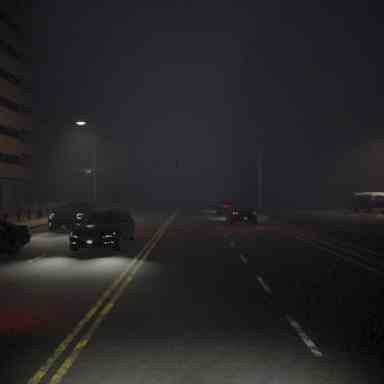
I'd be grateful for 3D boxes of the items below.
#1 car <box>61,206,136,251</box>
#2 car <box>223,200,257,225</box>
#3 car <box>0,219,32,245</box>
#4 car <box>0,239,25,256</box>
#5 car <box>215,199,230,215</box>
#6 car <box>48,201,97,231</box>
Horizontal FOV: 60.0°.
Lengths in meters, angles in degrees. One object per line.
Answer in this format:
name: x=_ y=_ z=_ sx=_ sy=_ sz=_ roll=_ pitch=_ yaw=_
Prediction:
car: x=-3.597 y=1.511 z=14.100 sx=1.837 sy=1.490 sz=4.892 roll=0 pitch=0 yaw=0
car: x=3.535 y=1.534 z=24.071 sx=1.812 sy=1.442 sz=4.674 roll=0 pitch=0 yaw=1
car: x=-7.105 y=1.551 z=10.526 sx=2.033 sy=1.411 sz=5.357 roll=0 pitch=0 yaw=0
car: x=-3.601 y=1.493 z=2.527 sx=2.128 sy=1.511 sz=4.902 roll=0 pitch=0 yaw=0
car: x=3.484 y=1.517 z=34.310 sx=1.837 sy=1.490 sz=4.892 roll=0 pitch=0 yaw=0
car: x=-7.077 y=1.360 z=20.570 sx=2.097 sy=1.767 sz=4.553 roll=0 pitch=0 yaw=0
